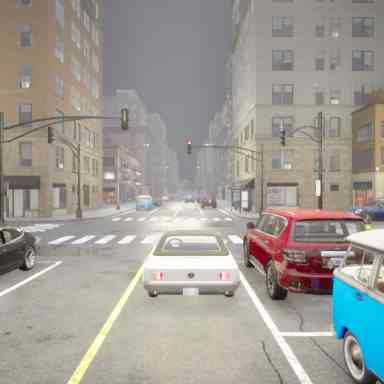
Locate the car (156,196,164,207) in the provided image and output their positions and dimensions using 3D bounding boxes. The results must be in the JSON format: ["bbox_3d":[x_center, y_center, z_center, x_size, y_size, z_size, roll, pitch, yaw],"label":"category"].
[{"bbox_3d":[-5.858,1.560,50.993,1.947,1.339,4.313,0,0,-1],"label":"car"}]

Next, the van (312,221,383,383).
[{"bbox_3d":[2.624,1.341,2.780,1.690,1.788,3.998,0,0,-1],"label":"van"}]

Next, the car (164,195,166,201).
[{"bbox_3d":[-5.906,1.538,56.399,1.887,1.381,4.507,0,0,-1],"label":"car"}]

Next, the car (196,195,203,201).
[{"bbox_3d":[1.865,1.511,89.080,1.752,1.417,4.829,0,0,-1],"label":"car"}]

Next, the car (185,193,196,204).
[{"bbox_3d":[-0.476,1.483,65.098,2.128,1.511,4.902,0,0,-1],"label":"car"}]

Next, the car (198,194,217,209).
[{"bbox_3d":[2.300,1.310,45.662,2.192,1.841,5.009,0,0,-1],"label":"car"}]

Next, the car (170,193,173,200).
[{"bbox_3d":[-6.097,1.539,78.023,2.008,1.369,4.403,0,0,-1],"label":"car"}]

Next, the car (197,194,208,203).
[{"bbox_3d":[2.083,1.306,67.286,2.192,1.841,5.009,0,0,-1],"label":"car"}]

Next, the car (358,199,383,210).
[{"bbox_3d":[13.091,1.286,23.260,4.553,1.767,2.097,0,0,-1],"label":"car"}]

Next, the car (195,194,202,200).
[{"bbox_3d":[1.812,1.425,94.315,1.967,1.590,4.097,0,0,-1],"label":"car"}]

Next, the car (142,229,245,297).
[{"bbox_3d":[-0.017,1.601,8.510,1.895,1.301,4.718,0,0,0],"label":"car"}]

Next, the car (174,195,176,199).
[{"bbox_3d":[-6.193,1.301,88.835,2.192,1.841,5.009,0,0,-1],"label":"car"}]

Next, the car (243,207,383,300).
[{"bbox_3d":[2.573,1.315,8.292,2.192,1.841,5.009,0,0,-1],"label":"car"}]

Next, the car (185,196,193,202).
[{"bbox_3d":[-0.676,1.584,75.462,1.895,1.301,4.718,0,0,-1],"label":"car"}]

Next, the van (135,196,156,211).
[{"bbox_3d":[-5.763,1.337,40.181,1.690,1.788,3.998,0,0,-1],"label":"van"}]

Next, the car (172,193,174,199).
[{"bbox_3d":[-6.145,1.553,83.429,1.947,1.339,4.313,0,0,-1],"label":"car"}]

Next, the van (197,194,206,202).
[{"bbox_3d":[2.029,1.331,72.692,1.690,1.788,3.998,0,0,-1],"label":"van"}]

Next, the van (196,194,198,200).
[{"bbox_3d":[2.138,1.333,61.880,1.690,1.788,3.998,0,0,-1],"label":"van"}]

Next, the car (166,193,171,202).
[{"bbox_3d":[-6.048,1.515,72.448,1.752,1.417,4.829,0,0,-1],"label":"car"}]

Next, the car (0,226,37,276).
[{"bbox_3d":[-5.451,1.566,8.218,1.947,1.339,4.313,0,0,-1],"label":"car"}]
